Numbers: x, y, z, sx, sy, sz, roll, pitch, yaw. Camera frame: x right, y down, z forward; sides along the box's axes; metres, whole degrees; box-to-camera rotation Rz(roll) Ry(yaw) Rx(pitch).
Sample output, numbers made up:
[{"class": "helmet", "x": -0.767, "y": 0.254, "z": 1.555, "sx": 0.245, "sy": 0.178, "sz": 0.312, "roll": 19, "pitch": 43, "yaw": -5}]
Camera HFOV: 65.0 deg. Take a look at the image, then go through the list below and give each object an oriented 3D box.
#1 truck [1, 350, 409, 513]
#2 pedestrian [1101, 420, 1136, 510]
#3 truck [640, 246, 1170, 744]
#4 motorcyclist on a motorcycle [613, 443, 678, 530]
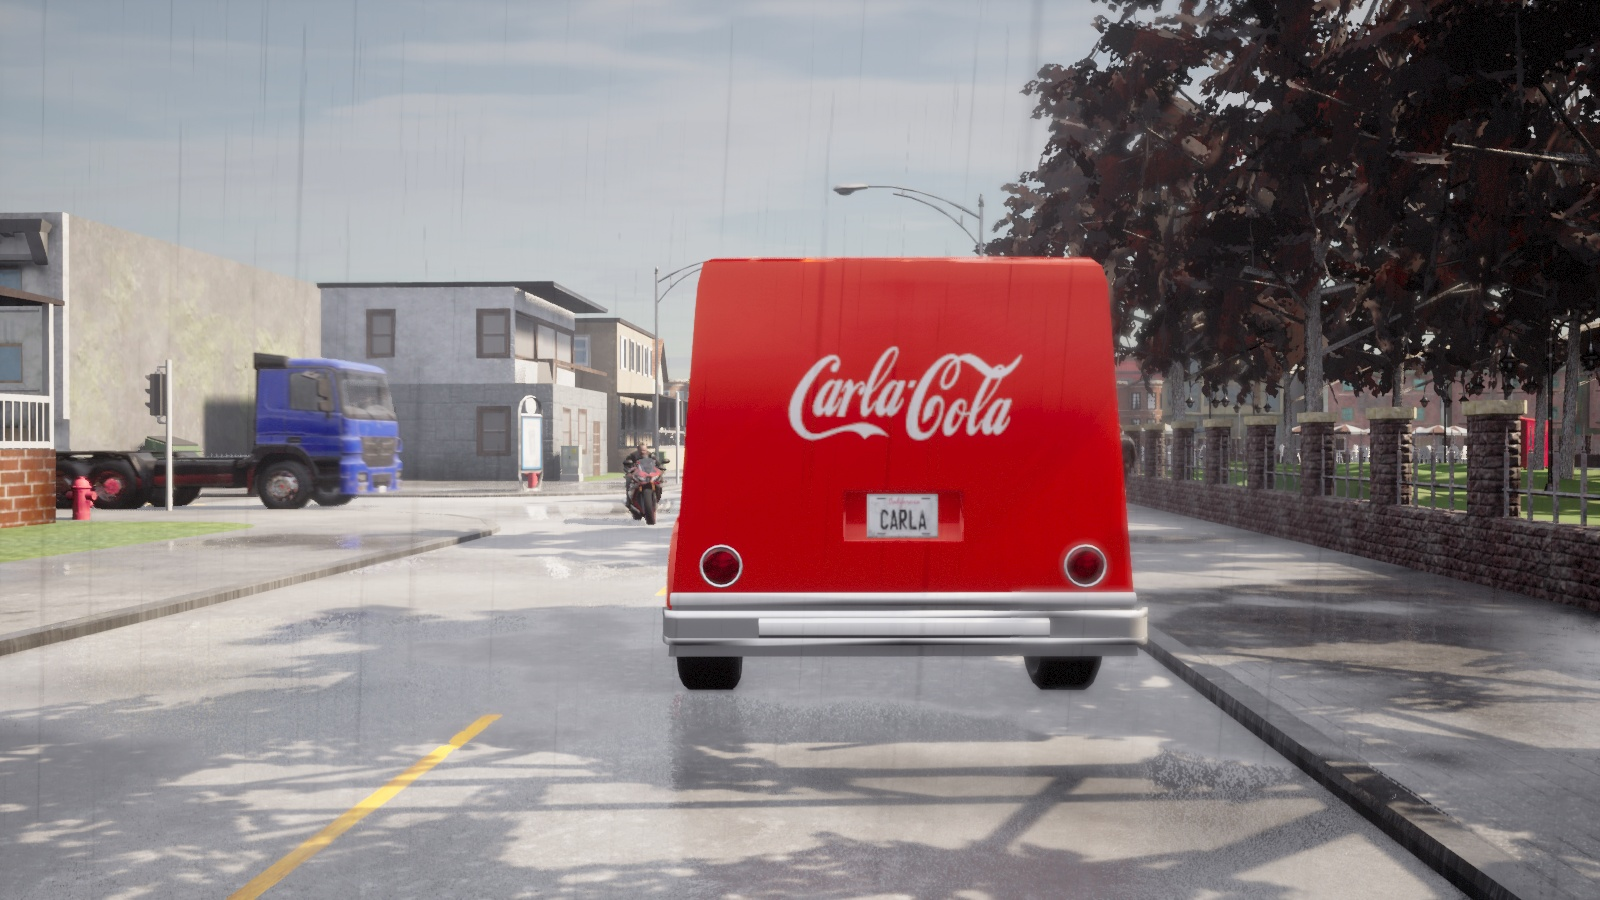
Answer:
[{"class": "truck", "x": -13.282, "y": -0.407, "z": 28.469, "sx": 7.936, "sy": 3.462, "sz": 2.891, "roll": 0, "pitch": 0, "yaw": 3}, {"class": "pedestrian", "x": 6.732, "y": 0.312, "z": 26.575, "sx": 0.563, "sy": 1.883, "sz": 0.849, "roll": 0, "pitch": 0, "yaw": 3}, {"class": "truck", "x": 0.519, "y": 0.210, "z": 8.828, "sx": 2.627, "sy": 2.467, "sz": 5.204, "roll": 0, "pitch": 0, "yaw": 0}, {"class": "motorcyclist on a motorcycle", "x": -2.918, "y": 0.646, "z": 23.502, "sx": 0.866, "sy": 1.530, "sz": 2.191, "roll": -2, "pitch": 1, "yaw": -15}]
